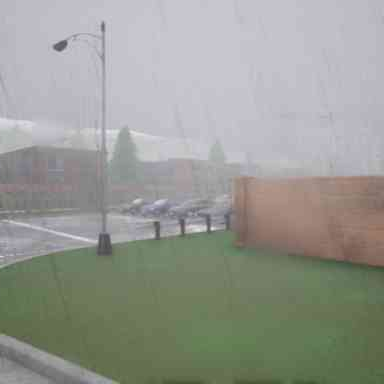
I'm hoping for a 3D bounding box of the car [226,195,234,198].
[{"bbox_3d":[3.686,1.109,38.693,5.008,1.535,1.882,-2,2,-45],"label":"car"}]

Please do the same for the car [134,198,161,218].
[{"bbox_3d":[-2.217,1.277,27.843,4.674,1.442,1.812,-1,1,-45],"label":"car"}]

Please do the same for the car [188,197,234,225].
[{"bbox_3d":[2.489,1.329,22.652,2.033,1.411,5.357,0,1,45],"label":"car"}]

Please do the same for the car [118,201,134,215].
[{"bbox_3d":[-4.533,1.261,30.476,4.674,1.442,1.812,-1,1,-45],"label":"car"}]

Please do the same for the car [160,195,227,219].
[{"bbox_3d":[0.238,1.269,25.350,4.892,1.490,1.837,-1,1,-45],"label":"car"}]
